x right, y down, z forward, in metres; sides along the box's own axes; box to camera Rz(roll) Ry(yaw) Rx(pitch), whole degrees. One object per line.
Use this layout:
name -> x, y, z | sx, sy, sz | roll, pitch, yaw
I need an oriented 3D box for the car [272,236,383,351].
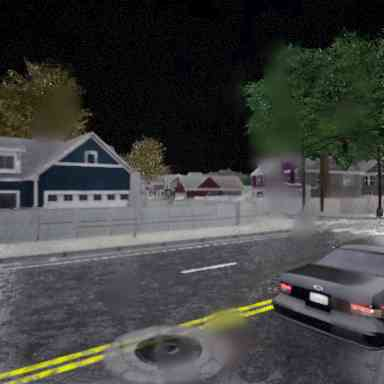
car -> 3.845, 1.562, 6.196 | 5.357, 1.411, 2.033 | 0, 0, -36
